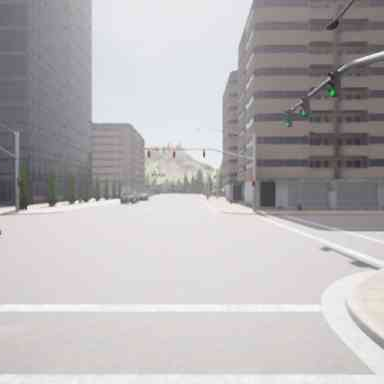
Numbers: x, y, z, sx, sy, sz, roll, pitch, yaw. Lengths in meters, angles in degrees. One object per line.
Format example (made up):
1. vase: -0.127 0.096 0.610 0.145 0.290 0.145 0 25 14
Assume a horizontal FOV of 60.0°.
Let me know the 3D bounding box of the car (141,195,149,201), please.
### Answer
1. car: -10.373 1.286 71.356 1.895 1.301 4.718 0 0 0

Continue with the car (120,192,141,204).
1. car: -10.461 0.989 55.423 2.150 2.045 5.566 0 0 1

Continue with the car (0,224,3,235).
1. car: -10.980 1.442 14.556 4.902 1.511 2.128 0 0 0
